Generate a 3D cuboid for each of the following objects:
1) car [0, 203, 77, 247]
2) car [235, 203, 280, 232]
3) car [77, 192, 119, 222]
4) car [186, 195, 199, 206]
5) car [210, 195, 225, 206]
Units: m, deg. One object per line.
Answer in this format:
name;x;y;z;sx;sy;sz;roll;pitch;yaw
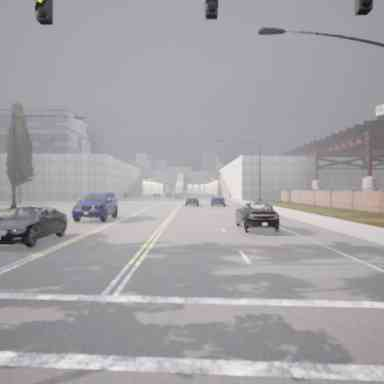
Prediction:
car;-7.035;1.385;14.446;2.128;1.511;4.902;0;0;0
car;3.597;1.353;18.845;2.128;1.511;4.902;0;0;0
car;-7.026;1.039;24.844;2.150;2.045;5.566;0;0;0
car;0.058;1.178;47.433;1.812;1.442;4.674;0;1;0
car;3.555;1.133;47.030;1.882;1.535;5.008;0;1;0
